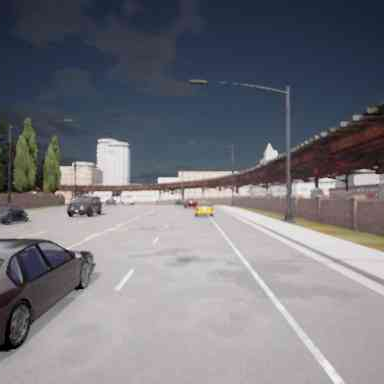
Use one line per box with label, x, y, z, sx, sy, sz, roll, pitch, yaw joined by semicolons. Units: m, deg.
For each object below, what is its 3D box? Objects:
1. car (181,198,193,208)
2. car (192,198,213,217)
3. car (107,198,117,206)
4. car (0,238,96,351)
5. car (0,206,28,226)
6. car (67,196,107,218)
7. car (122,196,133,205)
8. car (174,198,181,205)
car;-0.245;1.698;54.323;2.097;1.767;4.553;0;0;-4
car;1.231;1.670;34.544;1.801;1.575;5.366;0;0;0
car;-16.024;1.998;66.310;1.882;1.535;5.008;0;-1;-10
car;-3.400;1.586;6.188;2.033;1.411;5.357;0;0;0
car;-14.091;1.718;24.954;1.994;1.385;4.181;0;0;0
car;-10.589;1.427;33.320;2.150;2.045;5.566;0;0;0
car;-14.600;1.853;75.066;2.150;2.045;5.566;0;-2;-15
car;-2.424;2.045;69.949;1.994;1.385;4.181;0;-2;-13
